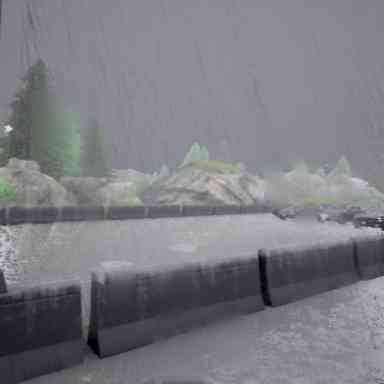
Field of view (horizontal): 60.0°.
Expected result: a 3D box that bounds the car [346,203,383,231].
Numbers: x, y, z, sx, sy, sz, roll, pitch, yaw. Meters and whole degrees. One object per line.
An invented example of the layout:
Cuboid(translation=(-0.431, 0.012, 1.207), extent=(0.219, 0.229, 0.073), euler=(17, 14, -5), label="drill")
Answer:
Cuboid(translation=(12.313, 1.588, 21.315), extent=(5.008, 1.535, 1.882), euler=(1, 0, -35), label="car")

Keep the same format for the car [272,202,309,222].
Cuboid(translation=(9.254, 1.626, 27.719), extent=(4.892, 1.490, 1.837), euler=(1, -1, -35), label="car")

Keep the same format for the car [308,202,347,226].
Cuboid(translation=(11.296, 1.613, 24.876), extent=(4.902, 1.511, 2.128), euler=(1, 0, -35), label="car")
